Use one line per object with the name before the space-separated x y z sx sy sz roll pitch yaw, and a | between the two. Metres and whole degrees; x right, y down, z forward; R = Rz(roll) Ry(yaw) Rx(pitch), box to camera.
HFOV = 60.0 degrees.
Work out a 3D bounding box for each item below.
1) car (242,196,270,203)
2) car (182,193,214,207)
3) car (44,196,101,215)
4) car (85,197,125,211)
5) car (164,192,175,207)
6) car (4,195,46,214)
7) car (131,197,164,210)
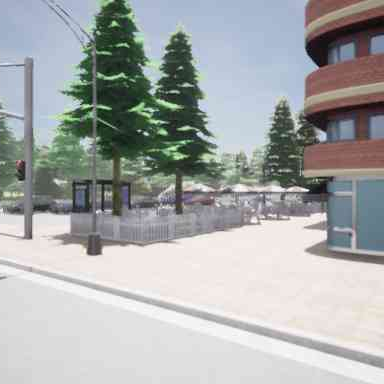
car | 10.998 1.381 57.638 5.357 1.411 2.033 0 0 -24
car | 0.991 1.286 46.549 5.008 1.535 1.882 0 0 -43
car | -11.206 1.363 31.341 1.994 1.385 4.181 0 0 36
car | -10.104 1.345 38.758 1.994 1.385 4.181 0 0 36
car | -2.169 1.011 48.396 5.566 2.045 2.150 0 0 -45
car | -15.268 1.131 31.693 2.097 1.767 4.553 0 0 36
car | -5.832 1.306 38.632 1.837 1.490 4.892 0 0 37
